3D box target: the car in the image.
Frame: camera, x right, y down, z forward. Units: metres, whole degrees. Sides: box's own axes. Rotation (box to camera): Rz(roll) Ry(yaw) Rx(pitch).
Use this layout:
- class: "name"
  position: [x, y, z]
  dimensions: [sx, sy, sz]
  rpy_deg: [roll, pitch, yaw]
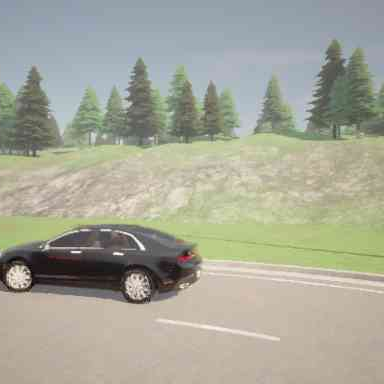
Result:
- class: "car"
  position: [-2.188, 1.507, 7.853]
  dimensions: [4.892, 1.490, 1.837]
  rpy_deg: [0, -1, 15]
